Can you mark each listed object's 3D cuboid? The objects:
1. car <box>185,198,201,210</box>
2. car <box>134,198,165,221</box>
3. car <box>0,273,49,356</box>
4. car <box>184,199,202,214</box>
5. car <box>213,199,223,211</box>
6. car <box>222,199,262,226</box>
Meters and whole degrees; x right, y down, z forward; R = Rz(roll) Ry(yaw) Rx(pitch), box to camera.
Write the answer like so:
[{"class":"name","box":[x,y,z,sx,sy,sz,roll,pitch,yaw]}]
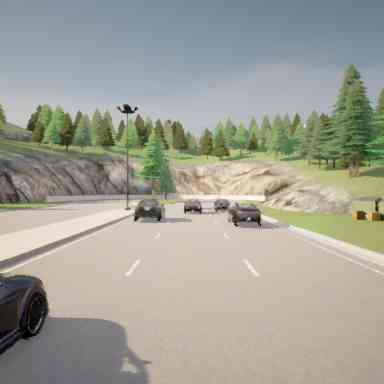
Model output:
[{"class":"car","box":[0.189,1.564,44.535,1.994,1.385,4.181,0,0,2]},{"class":"car","box":[-3.400,1.352,27.388,2.097,1.767,4.553,0,0,0]},{"class":"car","box":[-3.403,1.563,3.931,1.994,1.385,4.181,0,0,0]},{"class":"car","box":[0.100,1.601,35.776,1.895,1.301,4.718,0,0,0]},{"class":"car","box":[3.617,1.547,40.116,2.033,1.411,5.357,0,0,0]},{"class":"car","box":[3.600,1.491,23.395,2.128,1.511,4.902,0,0,0]}]
